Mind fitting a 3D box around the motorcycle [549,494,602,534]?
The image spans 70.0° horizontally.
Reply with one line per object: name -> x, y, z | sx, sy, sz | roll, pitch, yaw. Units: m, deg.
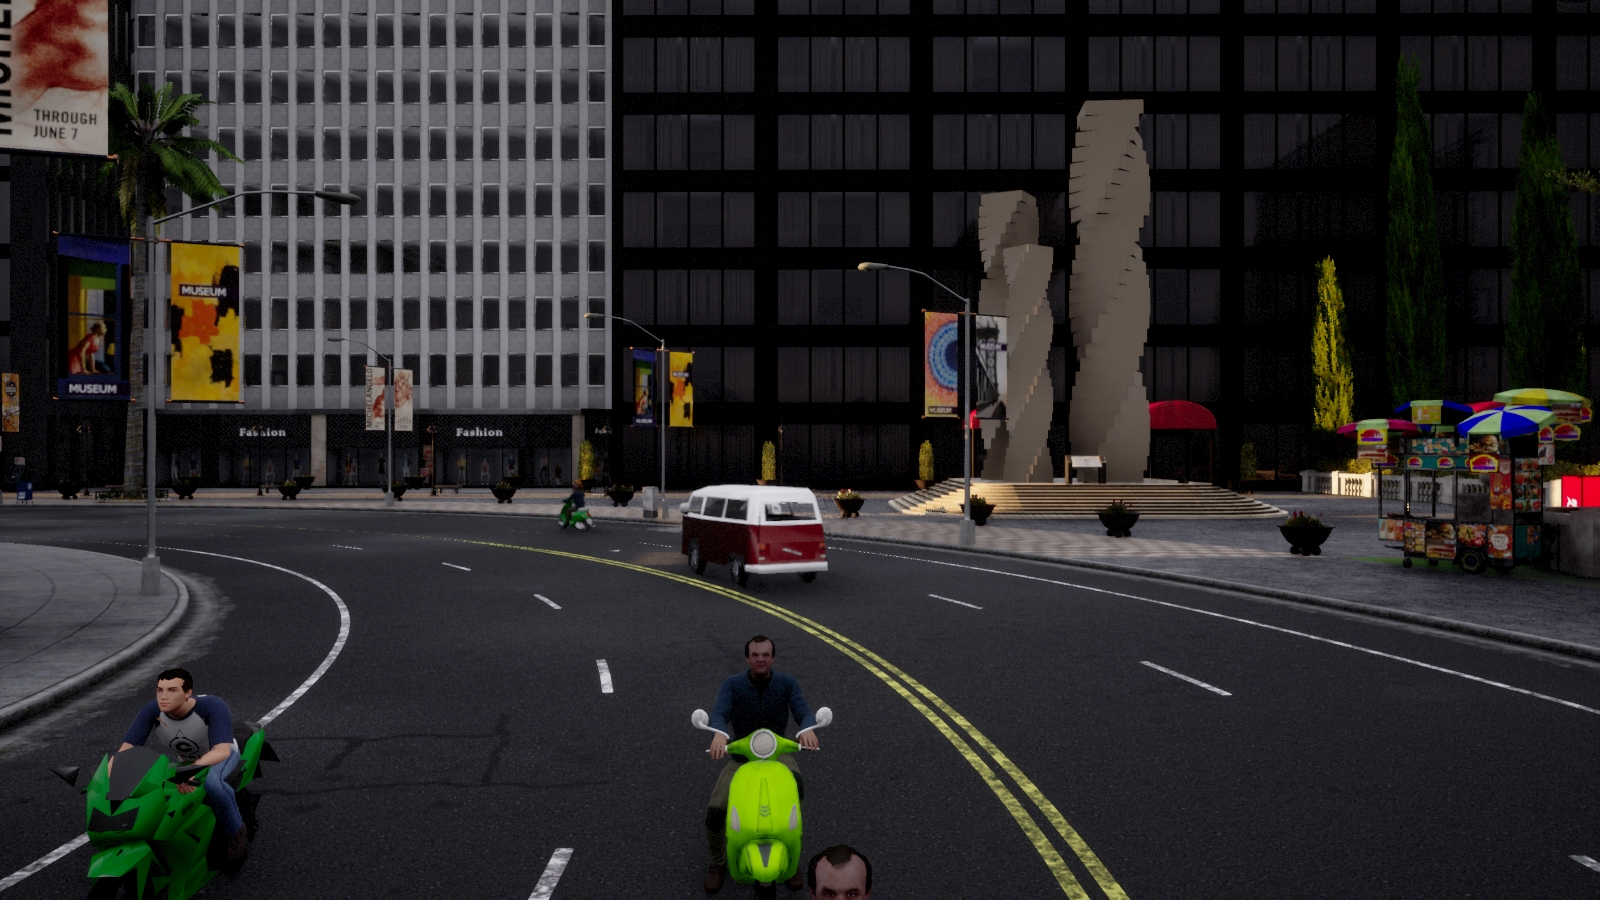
motorcycle -> -7.707, 2.182, 39.188 | 1.805, 1.236, 0.856 | 0, 0, 43

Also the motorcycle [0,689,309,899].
motorcycle -> -3.697, 2.213, 6.785 | 0.803, 1.145, 2.033 | 0, 0, -4

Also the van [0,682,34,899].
van -> -3.531, 1.783, 1.506 | 2.069, 2.038, 4.480 | 0, 0, -1

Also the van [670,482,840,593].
van -> -1.090, 1.782, 24.869 | 2.069, 2.038, 4.480 | 0, 0, -26
